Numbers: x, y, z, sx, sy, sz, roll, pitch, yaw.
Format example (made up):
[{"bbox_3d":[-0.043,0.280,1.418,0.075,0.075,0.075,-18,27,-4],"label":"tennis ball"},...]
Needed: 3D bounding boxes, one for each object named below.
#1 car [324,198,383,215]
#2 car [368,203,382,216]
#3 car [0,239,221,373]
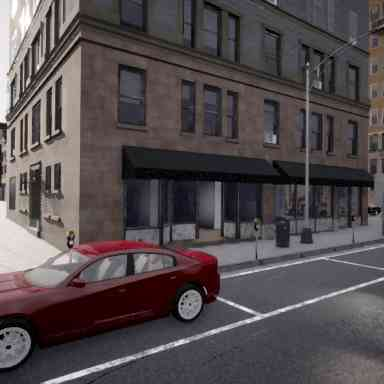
[{"bbox_3d":[16.242,1.411,33.322,2.033,1.411,5.357,1,0,-35],"label":"car"},{"bbox_3d":[14.477,1.443,30.170,1.895,1.301,4.718,1,0,-35],"label":"car"},{"bbox_3d":[-1.564,1.545,5.638,4.507,1.381,1.887,0,1,-35],"label":"car"}]
